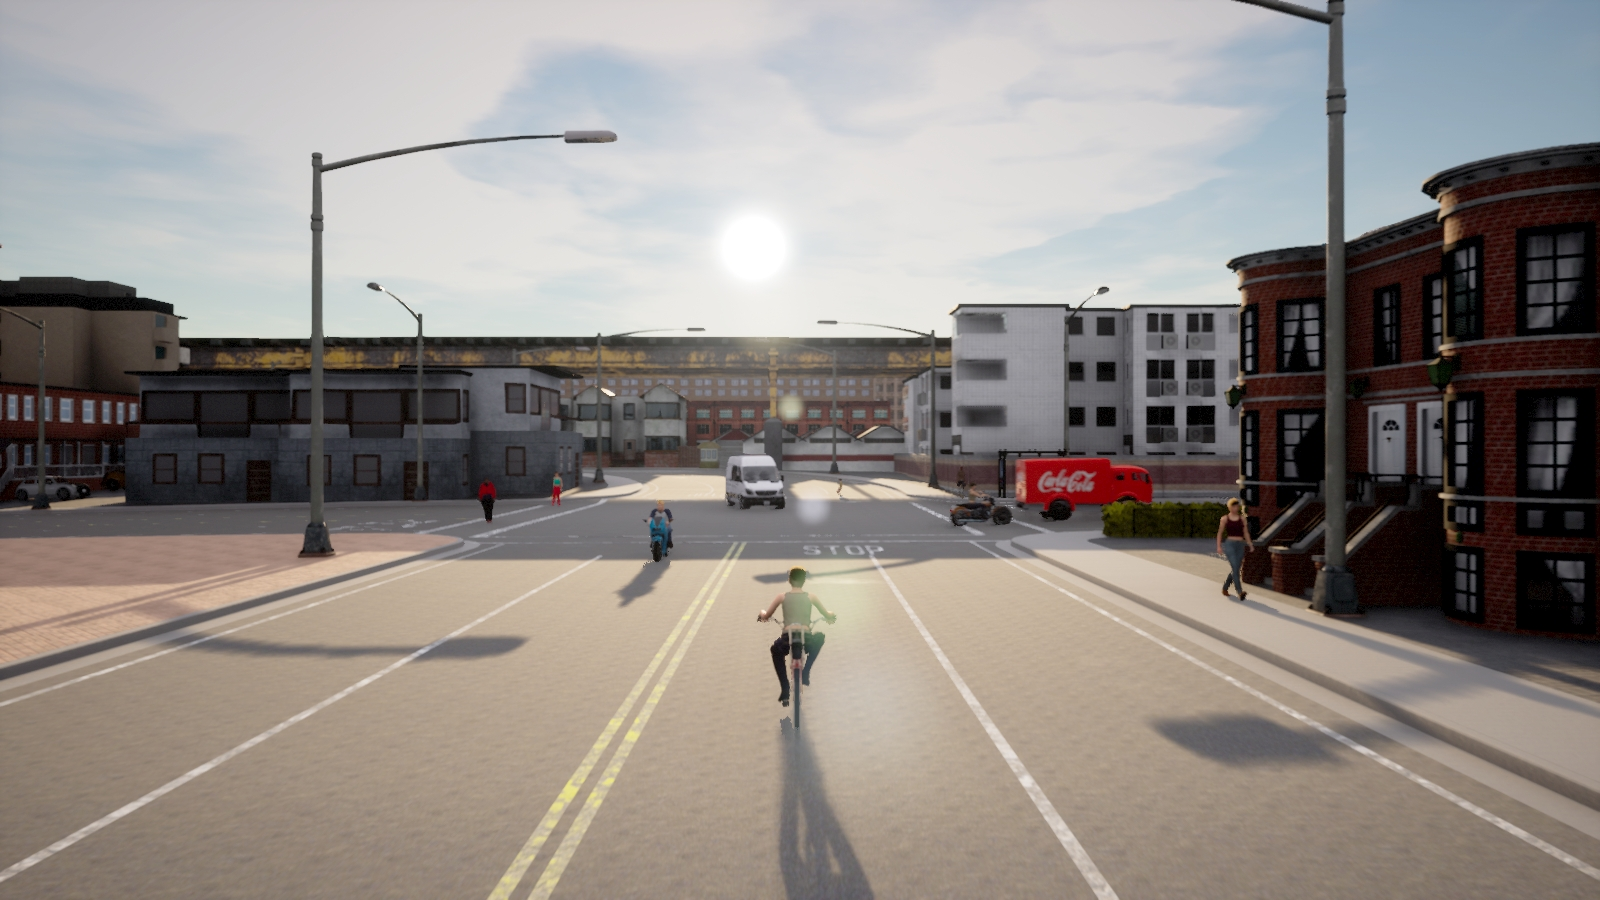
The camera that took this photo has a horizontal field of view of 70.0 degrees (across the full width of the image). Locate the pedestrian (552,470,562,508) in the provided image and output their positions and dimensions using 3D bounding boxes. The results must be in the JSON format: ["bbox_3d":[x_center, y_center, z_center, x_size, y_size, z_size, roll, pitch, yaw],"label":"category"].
[{"bbox_3d":[-11.936,1.893,56.107,0.375,1.860,0.375,0,0,12],"label":"pedestrian"}]

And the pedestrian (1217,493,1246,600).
[{"bbox_3d":[7.634,1.699,20.216,0.375,1.860,0.375,0,0,0],"label":"pedestrian"}]

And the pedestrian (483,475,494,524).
[{"bbox_3d":[-11.930,1.898,43.727,0.375,1.860,0.375,0,0,-7],"label":"pedestrian"}]

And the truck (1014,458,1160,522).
[{"bbox_3d":[11.376,1.570,45.693,5.204,2.467,2.627,0,0,2],"label":"truck"}]

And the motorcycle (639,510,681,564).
[{"bbox_3d":[-3.525,2.174,28.933,0.803,1.224,2.033,0,0,1],"label":"motorcycle"}]

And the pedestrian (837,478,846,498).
[{"bbox_3d":[2.307,2.098,63.804,0.500,1.100,0.500,0,0,2],"label":"pedestrian"}]

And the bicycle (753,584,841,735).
[{"bbox_3d":[-0.030,2.146,11.964,0.859,1.301,1.487,0,0,0],"label":"bicycle"}]

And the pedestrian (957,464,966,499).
[{"bbox_3d":[8.715,1.695,61.653,0.375,1.860,0.375,0,0,-2],"label":"pedestrian"}]

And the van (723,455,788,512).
[{"bbox_3d":[-2.232,1.560,55.461,1.988,2.561,5.915,-1,0,-14],"label":"van"}]
